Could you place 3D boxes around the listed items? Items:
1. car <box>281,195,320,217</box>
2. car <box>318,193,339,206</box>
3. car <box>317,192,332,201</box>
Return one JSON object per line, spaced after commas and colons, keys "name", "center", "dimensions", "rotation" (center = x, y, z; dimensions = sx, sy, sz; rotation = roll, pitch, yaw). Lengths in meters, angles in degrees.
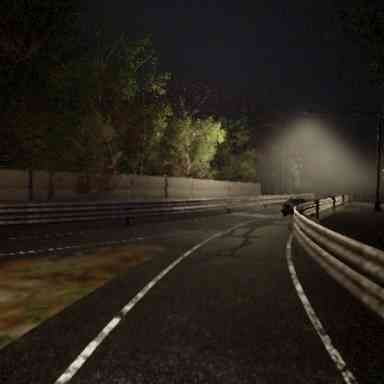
{"name": "car", "center": [8.703, 1.221, 27.075], "dimensions": [2.033, 1.411, 5.357], "rotation": [1, 1, 30]}
{"name": "car", "center": [18.108, 1.008, 43.766], "dimensions": [1.882, 1.535, 5.008], "rotation": [1, 1, 30]}
{"name": "car", "center": [25.118, 0.853, 62.984], "dimensions": [1.882, 1.535, 5.008], "rotation": [1, 1, 29]}
